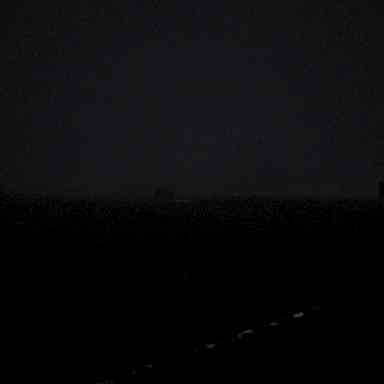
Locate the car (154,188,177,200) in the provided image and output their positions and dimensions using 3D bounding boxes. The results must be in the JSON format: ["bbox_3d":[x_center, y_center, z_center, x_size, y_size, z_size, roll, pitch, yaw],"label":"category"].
[{"bbox_3d":[-4.868,0.272,59.990,2.150,2.045,5.566,0,1,-34],"label":"car"}]
